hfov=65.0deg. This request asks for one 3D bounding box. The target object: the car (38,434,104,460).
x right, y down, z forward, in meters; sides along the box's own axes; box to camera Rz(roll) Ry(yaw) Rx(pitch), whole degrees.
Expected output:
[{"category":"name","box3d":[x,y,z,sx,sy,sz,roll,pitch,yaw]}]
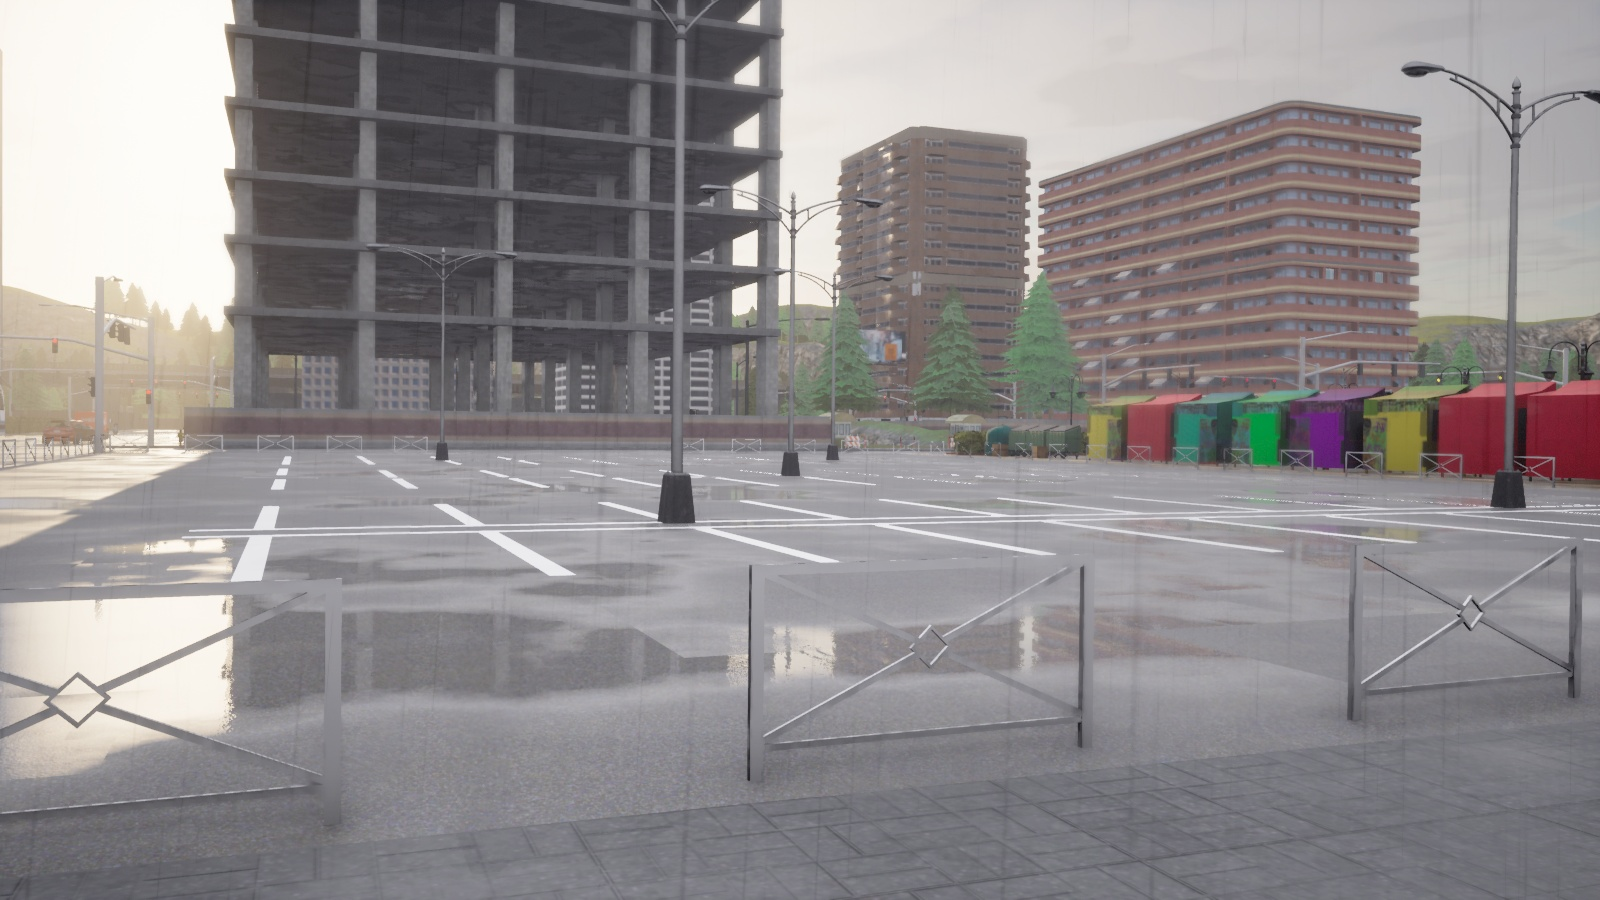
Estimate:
[{"category":"car","box3d":[-49.442,-0.211,85.293,2.242,1.667,4.611,-1,1,-8]}]

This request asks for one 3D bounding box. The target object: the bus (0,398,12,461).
[{"category":"bus","box3d":[-54.720,-1.317,81.763,3.944,4.253,10.273,-1,1,-22]}]
